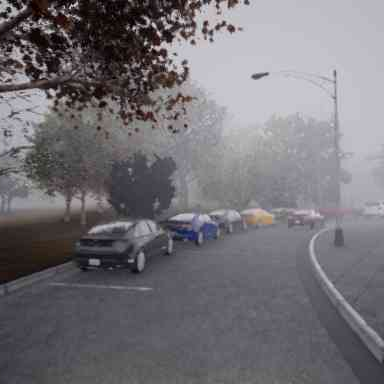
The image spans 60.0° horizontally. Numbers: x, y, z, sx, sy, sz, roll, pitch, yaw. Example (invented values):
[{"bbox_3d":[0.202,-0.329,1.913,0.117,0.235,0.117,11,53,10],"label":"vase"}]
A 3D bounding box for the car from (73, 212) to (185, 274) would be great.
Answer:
[{"bbox_3d":[-2.017,1.598,11.121,2.231,1.521,4.892,0,0,13],"label":"car"}]

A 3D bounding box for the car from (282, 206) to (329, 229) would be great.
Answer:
[{"bbox_3d":[8.664,1.969,25.110,1.812,1.442,4.674,-3,-3,34],"label":"car"}]

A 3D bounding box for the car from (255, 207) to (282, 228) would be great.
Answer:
[{"bbox_3d":[5.093,2.048,26.637,2.097,1.535,5.008,-2,-3,34],"label":"car"}]

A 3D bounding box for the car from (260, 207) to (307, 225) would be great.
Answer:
[{"bbox_3d":[8.650,2.199,31.141,2.231,1.521,4.892,-3,-4,42],"label":"car"}]

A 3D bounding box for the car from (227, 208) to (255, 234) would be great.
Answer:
[{"bbox_3d":[2.176,1.870,21.866,2.231,1.521,4.892,-1,-2,26],"label":"car"}]

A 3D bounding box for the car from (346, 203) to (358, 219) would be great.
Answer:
[{"bbox_3d":[22.261,2.460,41.942,5.008,1.535,2.097,0,-3,-30],"label":"car"}]

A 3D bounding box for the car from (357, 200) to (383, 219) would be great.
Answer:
[{"bbox_3d":[21.384,1.956,37.151,5.566,2.045,2.150,1,-4,-34],"label":"car"}]

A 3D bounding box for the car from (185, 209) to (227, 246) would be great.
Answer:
[{"bbox_3d":[-0.004,1.717,16.625,2.097,1.535,5.008,-1,-3,20],"label":"car"}]
